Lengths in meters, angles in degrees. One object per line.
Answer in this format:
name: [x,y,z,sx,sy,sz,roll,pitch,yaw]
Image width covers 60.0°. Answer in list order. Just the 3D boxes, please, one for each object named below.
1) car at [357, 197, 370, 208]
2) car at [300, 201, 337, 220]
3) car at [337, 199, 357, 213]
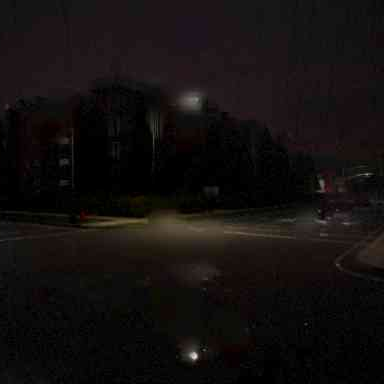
car: [25.015,1.538,48.979,1.812,1.442,4.674,0,0,35]
car: [10.962,1.540,29.007,1.812,1.442,4.674,0,0,36]
car: [16.689,1.614,37.156,1.895,1.301,4.718,0,0,35]
